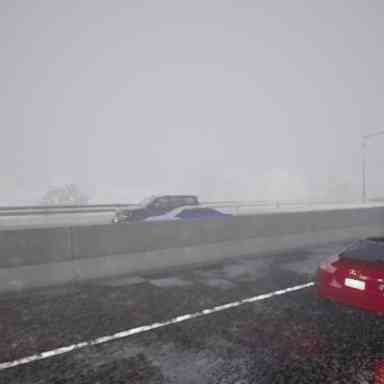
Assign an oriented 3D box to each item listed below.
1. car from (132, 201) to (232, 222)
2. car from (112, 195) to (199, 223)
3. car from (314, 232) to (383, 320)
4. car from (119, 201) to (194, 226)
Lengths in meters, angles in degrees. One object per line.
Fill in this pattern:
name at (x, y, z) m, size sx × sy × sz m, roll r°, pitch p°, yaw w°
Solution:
car at (-0.165, 1.445, 16.724) m, size 5.008 × 1.535 × 1.882 m, roll 0°, pitch 0°, yaw -35°
car at (-1.888, 1.187, 19.792) m, size 5.566 × 2.045 × 2.150 m, roll 0°, pitch 0°, yaw -35°
car at (4.440, 1.541, 6.879) m, size 4.181 × 1.385 × 1.994 m, roll 0°, pitch 0°, yaw -35°
car at (-2.472, 1.450, 23.658) m, size 4.902 × 1.511 × 2.128 m, roll 0°, pitch 0°, yaw -35°
